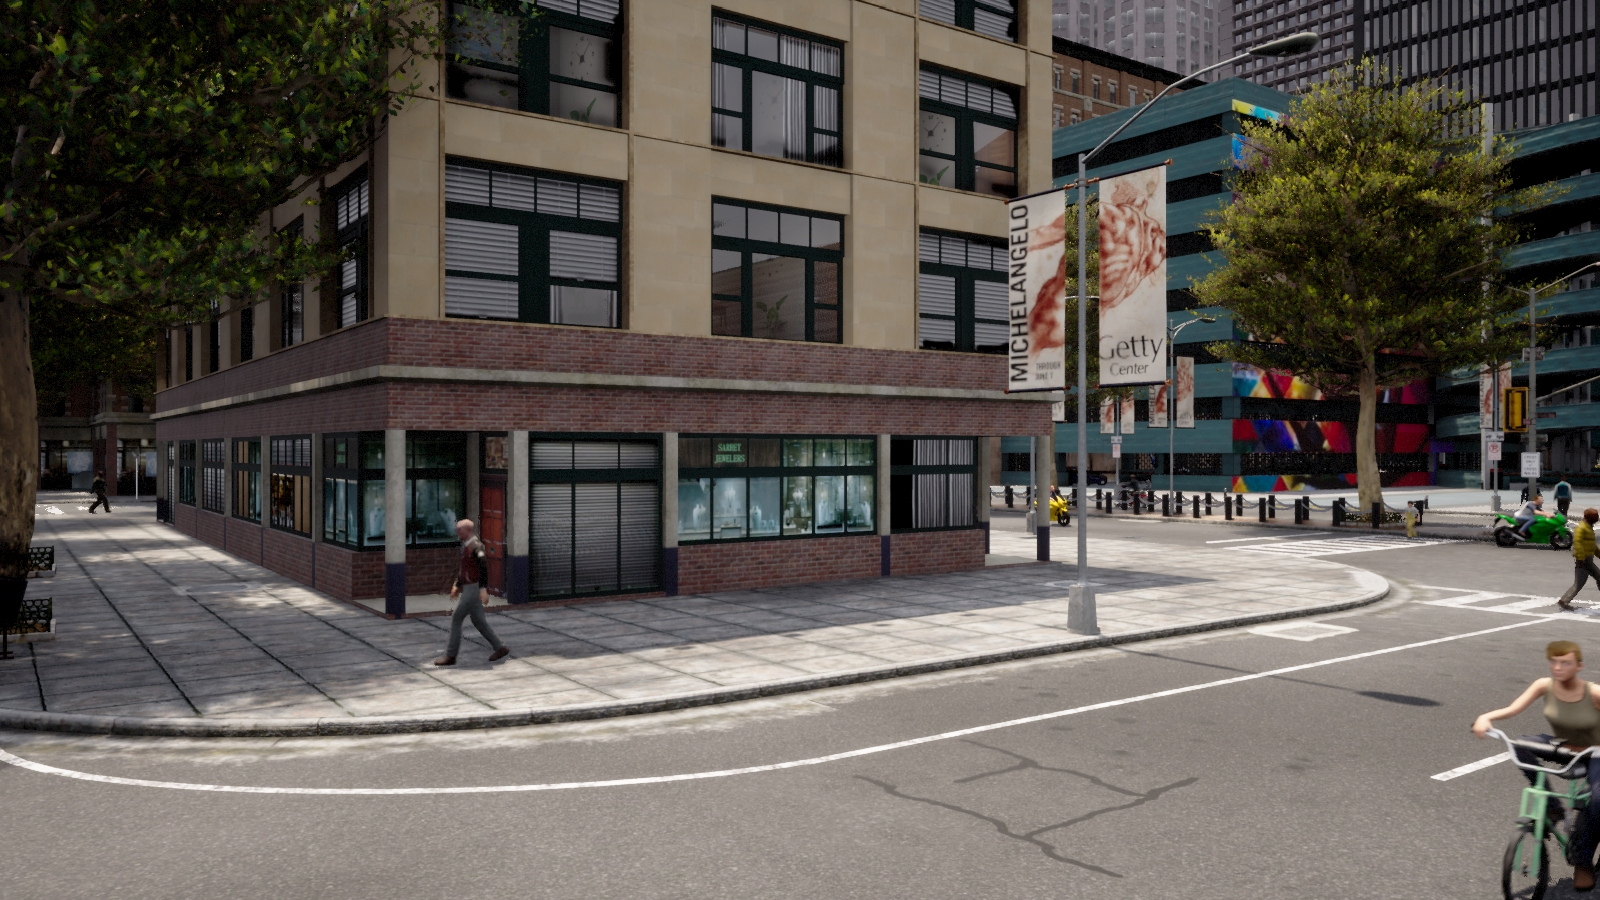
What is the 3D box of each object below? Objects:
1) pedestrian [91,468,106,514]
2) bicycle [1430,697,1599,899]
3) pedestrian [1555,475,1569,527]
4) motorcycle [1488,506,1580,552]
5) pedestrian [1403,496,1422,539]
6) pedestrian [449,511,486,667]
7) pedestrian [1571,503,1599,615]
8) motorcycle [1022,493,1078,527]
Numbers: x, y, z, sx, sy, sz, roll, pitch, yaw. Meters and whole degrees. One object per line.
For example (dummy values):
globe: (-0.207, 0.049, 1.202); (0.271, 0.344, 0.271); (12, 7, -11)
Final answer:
pedestrian: (-28.941, 1.694, 47.154); (0.375, 1.860, 0.375); (0, 0, -2)
bicycle: (4.756, 2.253, 7.149); (1.487, 1.080, 0.859); (0, 0, -35)
pedestrian: (27.620, 1.830, 41.397); (0.375, 1.860, 0.375); (0, 0, 42)
motorcycle: (20.622, 2.199, 32.130); (0.803, 1.145, 2.033); (0, 0, -40)
pedestrian: (19.169, 2.114, 35.773); (0.375, 1.300, 0.375); (0, 0, -23)
pedestrian: (-4.091, 1.694, 14.049); (0.375, 1.860, 0.375); (0, 0, -28)
pedestrian: (13.417, 1.840, 19.491); (0.375, 1.860, 0.375); (0, 0, 45)
motorcycle: (9.194, 2.200, 42.117); (0.803, 1.145, 2.033); (0, 0, -33)
